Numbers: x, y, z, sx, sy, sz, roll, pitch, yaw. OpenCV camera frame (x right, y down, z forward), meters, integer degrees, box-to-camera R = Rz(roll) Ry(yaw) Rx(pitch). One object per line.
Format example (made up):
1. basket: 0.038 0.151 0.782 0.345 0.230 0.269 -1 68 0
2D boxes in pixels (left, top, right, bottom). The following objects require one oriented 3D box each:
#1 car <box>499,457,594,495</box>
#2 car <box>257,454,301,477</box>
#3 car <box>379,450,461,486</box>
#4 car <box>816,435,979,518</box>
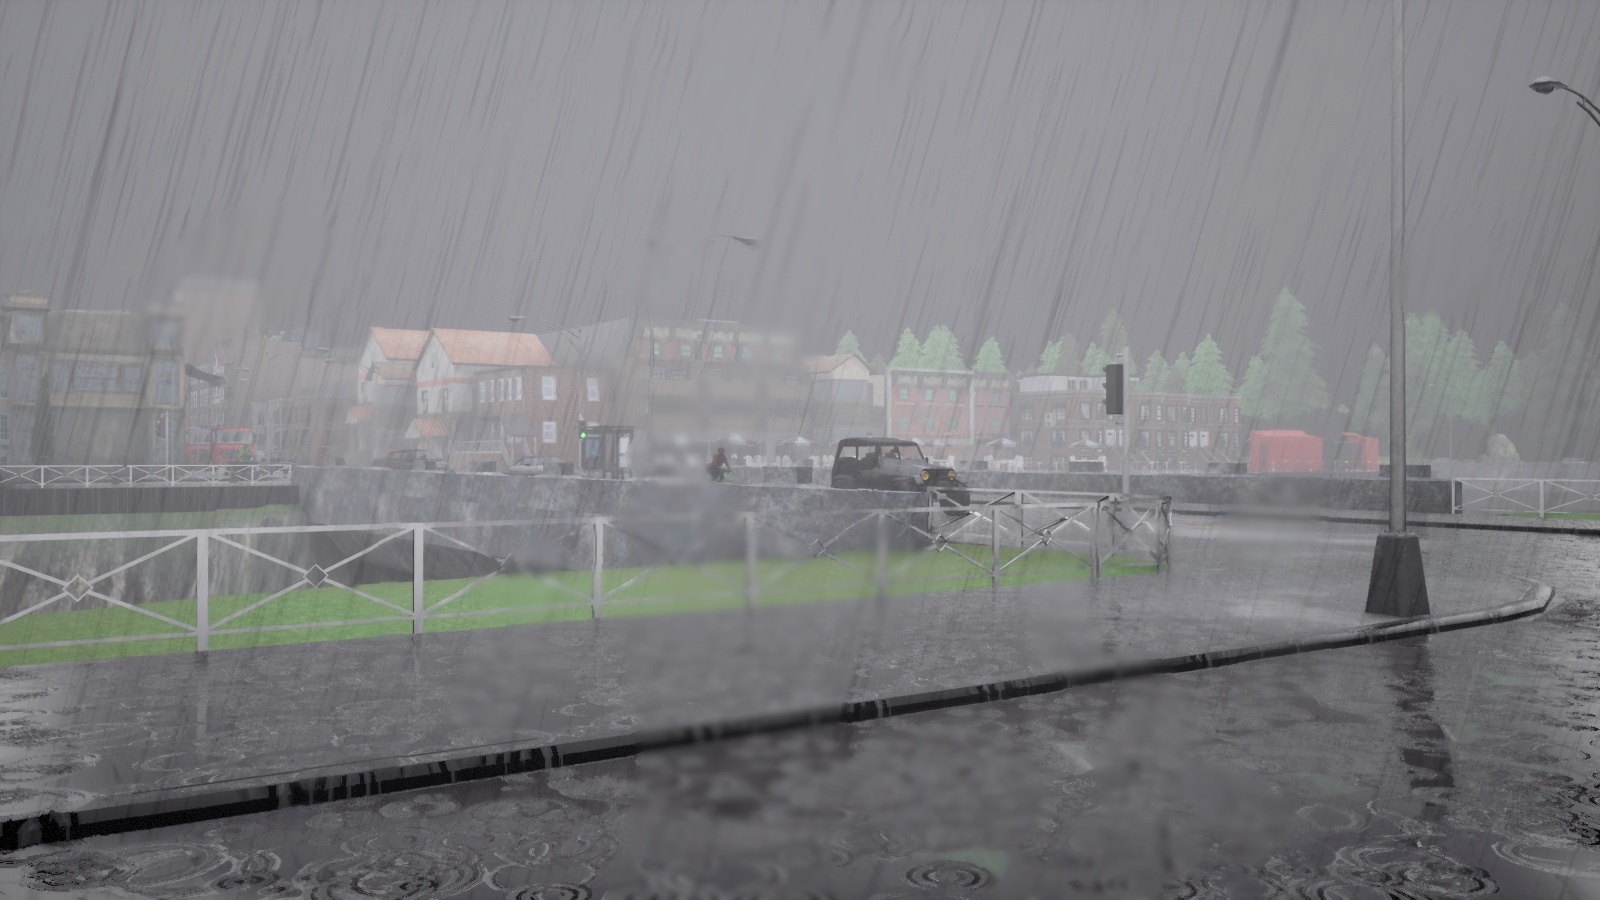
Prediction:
1. car: -9.649 0.946 47.581 1.994 1.385 4.181 0 0 -35
2. car: -34.641 1.036 83.433 1.816 1.474 4.193 0 0 -35
3. car: -17.922 0.826 59.149 3.988 1.617 1.851 0 0 41
4. car: 2.291 0.610 30.450 1.905 1.878 3.866 0 0 -35
